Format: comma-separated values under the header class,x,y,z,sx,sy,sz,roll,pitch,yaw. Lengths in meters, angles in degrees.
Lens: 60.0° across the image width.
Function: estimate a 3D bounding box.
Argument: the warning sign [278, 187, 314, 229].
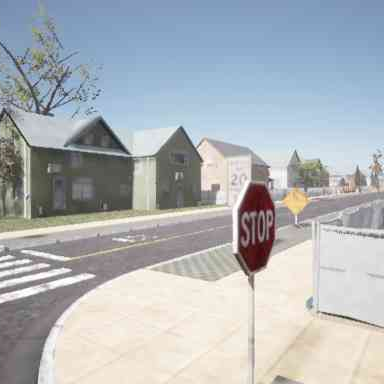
class,x,y,z,sx,sy,sz,roll,pitch,yaw
warning sign,4.884,0.724,15.598,1.300,1.860,1.060,-2,-1,37
